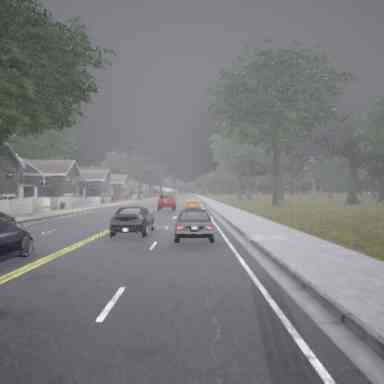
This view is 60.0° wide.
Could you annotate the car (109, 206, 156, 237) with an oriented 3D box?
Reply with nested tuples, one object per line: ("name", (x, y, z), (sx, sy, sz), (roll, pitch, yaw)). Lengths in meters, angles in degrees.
("car", (-3.145, 1.519, 18.104), (1.837, 1.490, 4.892), (0, 0, 0))

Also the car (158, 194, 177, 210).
("car", (-3.138, 1.253, 42.554), (2.150, 2.045, 5.566), (0, 0, 0))

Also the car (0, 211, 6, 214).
("car", (-9.792, 1.539, 15.117), (1.812, 1.442, 4.674), (0, 0, 1))

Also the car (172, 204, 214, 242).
("car", (0.104, 1.560, 16.484), (2.033, 1.411, 5.357), (0, 0, 0))

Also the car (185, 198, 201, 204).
("car", (0.113, 1.509, 42.680), (1.882, 1.535, 5.008), (0, 0, 0))

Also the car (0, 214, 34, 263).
("car", (-6.574, 1.572, 10.063), (1.994, 1.385, 4.181), (0, 0, 0))
